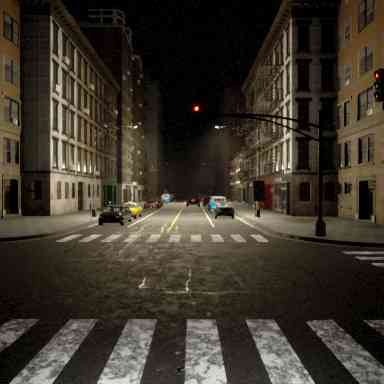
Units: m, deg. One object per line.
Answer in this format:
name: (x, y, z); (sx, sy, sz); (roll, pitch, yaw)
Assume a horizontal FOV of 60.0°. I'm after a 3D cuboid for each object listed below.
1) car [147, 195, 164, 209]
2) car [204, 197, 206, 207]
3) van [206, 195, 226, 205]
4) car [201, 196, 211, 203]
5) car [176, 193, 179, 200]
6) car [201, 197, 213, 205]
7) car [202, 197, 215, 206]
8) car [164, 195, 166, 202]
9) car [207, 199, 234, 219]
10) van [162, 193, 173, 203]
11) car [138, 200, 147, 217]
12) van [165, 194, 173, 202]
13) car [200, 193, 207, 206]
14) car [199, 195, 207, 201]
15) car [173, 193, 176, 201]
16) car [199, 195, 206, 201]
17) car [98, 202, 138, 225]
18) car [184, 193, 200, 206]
car: (-5.347, 1.436, 45.182); (1.967, 1.590, 4.097); (0, 0, 0)
car: (2.698, 1.578, 39.766); (1.802, 1.307, 4.206); (0, 0, 0)
van: (2.689, 1.338, 34.359); (1.690, 1.788, 3.998); (0, 0, 0)
car: (2.743, 1.521, 66.966); (1.752, 1.417, 4.829); (0, 0, 0)
car: (-5.325, 1.545, 88.432); (2.008, 1.369, 4.403); (0, 0, 0)
car: (2.734, 1.546, 61.391); (2.008, 1.369, 4.403); (0, 0, 0)
car: (2.725, 1.562, 55.984); (1.947, 1.339, 4.313); (0, 0, 0)
car: (-5.344, 1.521, 50.418); (1.752, 1.417, 4.829); (0, 0, 0)
car: (2.680, 1.548, 28.953); (2.008, 1.369, 4.403); (0, 0, 0)
van: (-5.336, 1.337, 66.807); (1.690, 1.788, 3.998); (0, 0, 0)
car: (-5.355, 1.523, 28.794); (1.752, 1.417, 4.829); (0, 0, 0)
van: (-5.331, 1.336, 77.620); (1.690, 1.788, 3.998); (0, 0, 0)
car: (2.716, 1.311, 50.578); (2.192, 1.841, 5.009); (0, 0, 0)
car: (2.770, 1.539, 83.016); (1.887, 1.381, 4.507); (0, 0, 0)
car: (-5.333, 1.310, 72.213); (2.192, 1.841, 5.009); (0, 0, 0)
car: (2.779, 1.560, 88.422); (1.947, 1.339, 4.313); (0, 0, 0)
car: (-5.357, 1.549, 23.557); (2.008, 1.369, 4.403); (0, 0, 0)
car: (0.174, 1.348, 53.982); (2.097, 1.767, 4.553); (0, 0, 0)
